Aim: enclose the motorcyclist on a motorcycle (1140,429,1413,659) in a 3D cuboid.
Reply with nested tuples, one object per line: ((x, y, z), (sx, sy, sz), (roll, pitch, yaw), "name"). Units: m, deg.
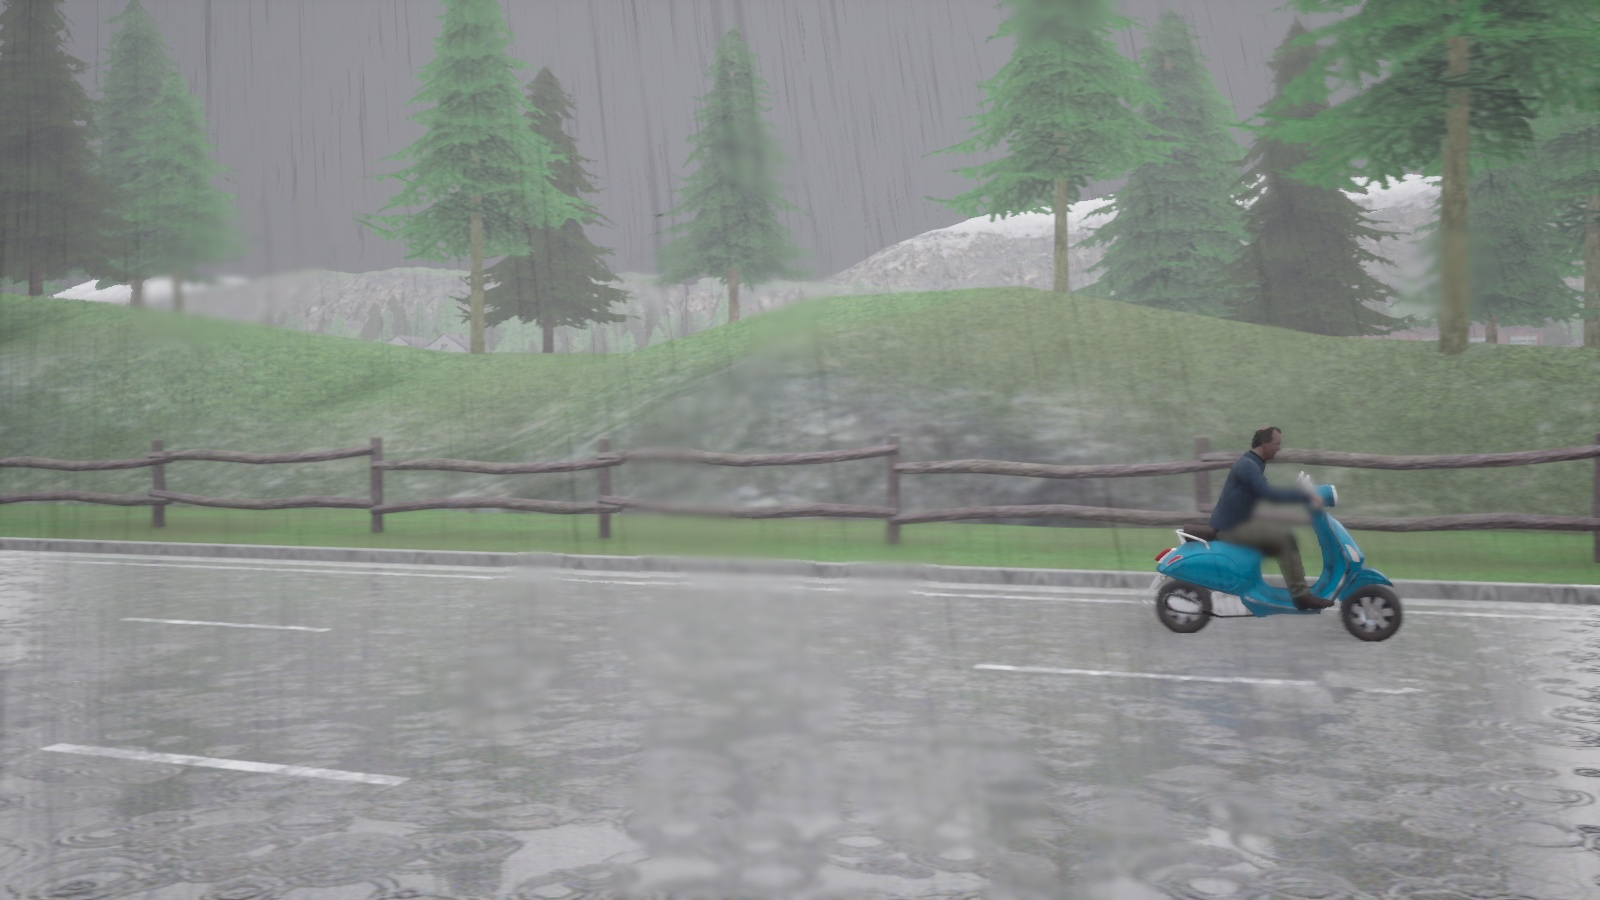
((3.513, 0.643, 9.395), (1.817, 1.590, 0.866), (0, 1, 19), "motorcyclist on a motorcycle")
